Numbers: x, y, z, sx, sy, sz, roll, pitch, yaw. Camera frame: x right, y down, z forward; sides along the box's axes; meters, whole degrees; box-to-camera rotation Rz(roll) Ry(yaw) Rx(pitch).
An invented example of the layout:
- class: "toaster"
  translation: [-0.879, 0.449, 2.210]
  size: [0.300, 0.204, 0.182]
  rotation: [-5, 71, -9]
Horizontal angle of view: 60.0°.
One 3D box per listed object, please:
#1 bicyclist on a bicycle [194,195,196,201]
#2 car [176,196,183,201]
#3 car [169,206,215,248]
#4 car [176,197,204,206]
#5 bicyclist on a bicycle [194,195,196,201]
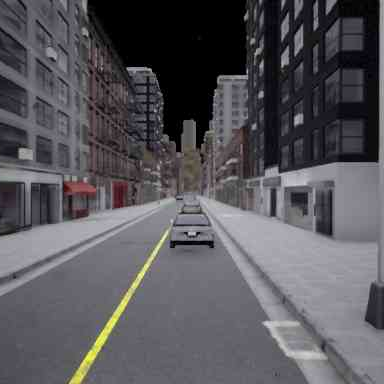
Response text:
- class: "bicyclist on a bicycle"
  translation: [0.752, 1.569, 89.474]
  size: [0.582, 1.620, 1.656]
  rotation: [0, 0, 0]
- class: "car"
  translation: [-2.749, 1.572, 76.711]
  size: [2.033, 1.411, 5.357]
  rotation: [0, 0, 0]
- class: "car"
  translation: [0.000, 1.566, 14.651]
  size: [2.033, 1.411, 5.357]
  rotation: [0, 0, 0]
- class: "car"
  translation: [0.000, 1.511, 29.651]
  size: [2.128, 1.511, 4.902]
  rotation: [0, 0, 0]
- class: "bicyclist on a bicycle"
  translation: [0.755, 1.550, 80.474]
  size: [0.582, 1.620, 1.656]
  rotation: [0, 0, 0]
